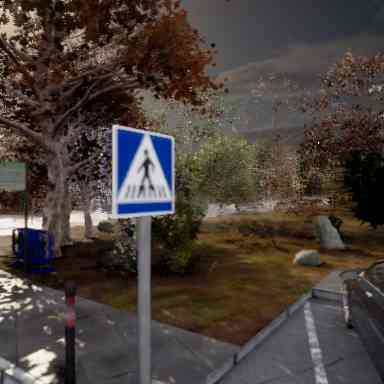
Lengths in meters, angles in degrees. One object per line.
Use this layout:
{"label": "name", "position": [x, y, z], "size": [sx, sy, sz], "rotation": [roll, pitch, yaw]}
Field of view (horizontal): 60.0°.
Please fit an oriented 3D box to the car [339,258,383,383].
{"label": "car", "position": [3.064, 1.493, 3.936], "size": [2.231, 1.521, 4.892], "rotation": [0, -1, 15]}
